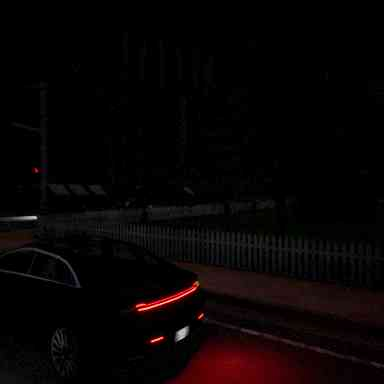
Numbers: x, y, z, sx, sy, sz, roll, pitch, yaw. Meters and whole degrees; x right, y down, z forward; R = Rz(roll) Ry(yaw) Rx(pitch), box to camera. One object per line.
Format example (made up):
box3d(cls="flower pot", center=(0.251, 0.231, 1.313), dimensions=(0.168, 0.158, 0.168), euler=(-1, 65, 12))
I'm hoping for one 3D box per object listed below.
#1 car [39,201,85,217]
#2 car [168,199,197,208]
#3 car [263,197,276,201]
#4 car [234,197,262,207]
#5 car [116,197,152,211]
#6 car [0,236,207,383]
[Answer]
box3d(cls="car", center=(-12.336, 1.564, 31.841), dimensions=(1.994, 1.385, 4.181), euler=(0, 0, 34))
box3d(cls="car", center=(-1.357, 1.601, 48.083), dimensions=(1.895, 1.301, 4.718), euler=(0, 0, 34))
box3d(cls="car", center=(15.256, 1.547, 59.860), dimensions=(2.033, 1.411, 5.357), euler=(0, 0, 34))
box3d(cls="car", center=(7.978, 1.548, 49.069), dimensions=(2.033, 1.411, 5.357), euler=(0, 0, 34))
box3d(cls="car", center=(-6.918, 1.352, 39.863), dimensions=(2.097, 1.767, 4.553), euler=(0, 0, 34))
box3d(cls="car", center=(-2.084, 1.491, 5.429), dimensions=(4.902, 1.511, 2.128), euler=(0, 0, 36))
